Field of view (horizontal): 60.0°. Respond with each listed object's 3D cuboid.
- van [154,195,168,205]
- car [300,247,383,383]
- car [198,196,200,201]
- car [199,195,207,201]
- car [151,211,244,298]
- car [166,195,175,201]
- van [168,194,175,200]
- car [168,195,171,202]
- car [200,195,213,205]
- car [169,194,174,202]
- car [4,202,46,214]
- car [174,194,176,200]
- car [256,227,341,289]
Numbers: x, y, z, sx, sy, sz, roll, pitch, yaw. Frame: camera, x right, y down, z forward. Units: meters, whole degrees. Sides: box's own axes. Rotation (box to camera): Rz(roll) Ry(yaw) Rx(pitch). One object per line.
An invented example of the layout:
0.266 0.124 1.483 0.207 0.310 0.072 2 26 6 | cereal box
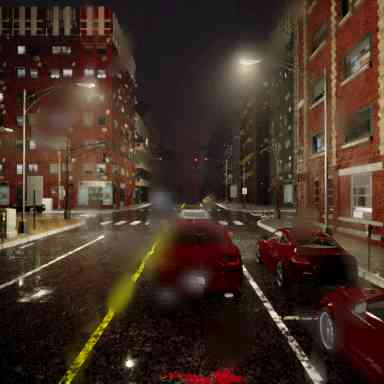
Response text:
-5.627 1.359 58.168 1.690 1.788 3.998 1 0 0 | van
2.670 1.583 3.213 1.802 1.307 4.206 1 0 0 | car
2.769 1.572 80.732 1.887 1.381 4.507 1 0 0 | car
2.773 1.597 86.383 1.947 1.339 4.313 1 0 0 | car
0.105 1.480 8.549 1.882 1.535 5.008 0 0 0 | car
-5.607 1.582 86.429 2.008 1.369 4.403 1 0 0 | car
-5.599 1.375 92.082 1.690 1.788 3.998 1 0 0 | van
-5.626 1.602 63.820 1.802 1.307 4.206 1 0 0 | car
2.750 1.543 58.292 1.752 1.417 4.829 1 0 0 | car
-5.617 1.607 75.125 1.802 1.307 4.206 1 0 0 | car
-18.680 1.730 37.269 4.313 1.339 1.947 0 -1 0 | car
-5.611 1.553 80.607 1.752 1.417 4.829 1 0 0 | car
2.845 1.584 8.869 1.802 1.307 4.206 1 0 0 | car
